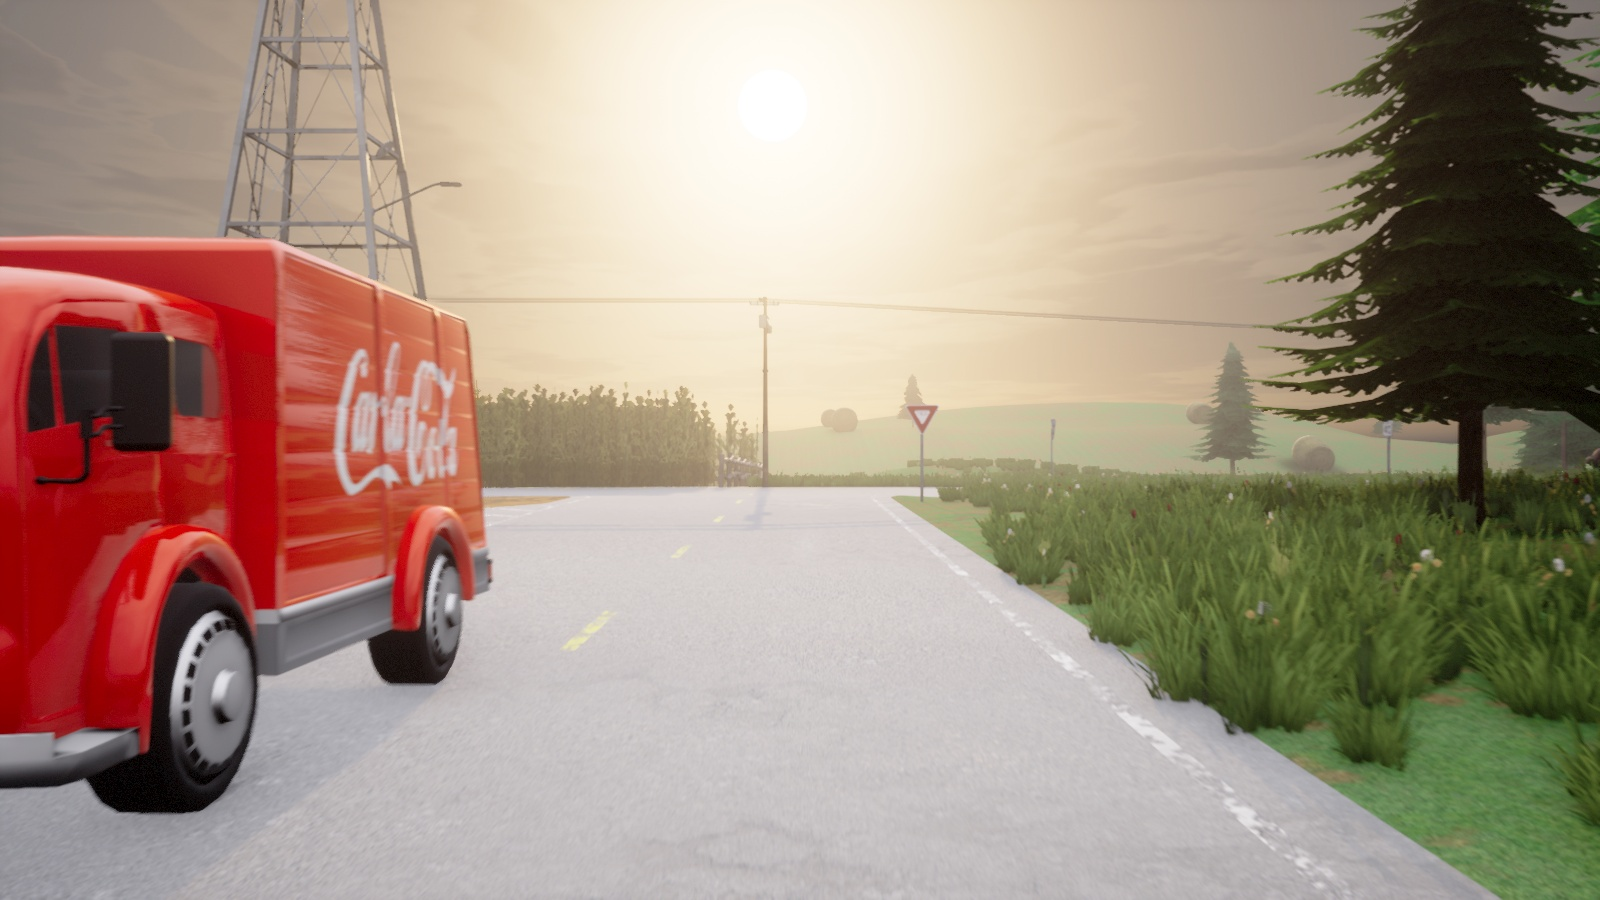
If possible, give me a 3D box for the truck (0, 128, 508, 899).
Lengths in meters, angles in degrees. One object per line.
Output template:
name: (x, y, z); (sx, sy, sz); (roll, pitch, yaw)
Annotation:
truck: (-3.447, 0.220, 6.513); (2.627, 2.467, 5.204); (0, 0, 0)
